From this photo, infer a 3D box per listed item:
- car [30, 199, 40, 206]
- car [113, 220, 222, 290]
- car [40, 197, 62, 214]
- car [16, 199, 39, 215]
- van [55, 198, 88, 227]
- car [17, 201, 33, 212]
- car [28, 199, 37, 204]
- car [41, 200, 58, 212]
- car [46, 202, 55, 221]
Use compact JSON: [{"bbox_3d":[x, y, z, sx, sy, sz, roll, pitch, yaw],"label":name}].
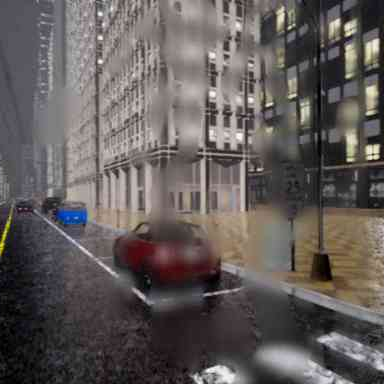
[{"bbox_3d":[-35.232,2.330,74.461,1.802,1.307,4.206,0,-1,-28],"label":"car"},{"bbox_3d":[-0.910,1.510,9.548,1.967,1.590,4.097,0,0,-28],"label":"car"},{"bbox_3d":[-17.152,1.617,41.156,2.150,2.045,5.566,0,0,-28],"label":"car"},{"bbox_3d":[-20.097,1.947,40.279,2.033,1.411,5.357,0,0,-28],"label":"car"},{"bbox_3d":[-8.831,1.561,24.529,1.690,1.788,3.998,0,-1,-28],"label":"van"},{"bbox_3d":[-24.372,2.048,48.368,1.994,1.385,4.181,0,-1,-28],"label":"car"},{"bbox_3d":[-40.511,2.426,84.447,1.947,1.339,4.313,0,-1,-28],"label":"car"},{"bbox_3d":[-20.374,1.958,47.334,1.837,1.490,4.892,0,0,-28],"label":"car"},{"bbox_3d":[-11.470,1.822,29.521,2.008,1.369,4.403,0,-1,-28],"label":"car"}]
